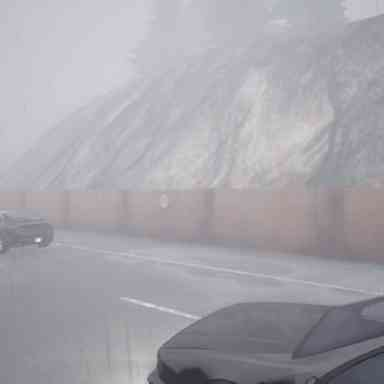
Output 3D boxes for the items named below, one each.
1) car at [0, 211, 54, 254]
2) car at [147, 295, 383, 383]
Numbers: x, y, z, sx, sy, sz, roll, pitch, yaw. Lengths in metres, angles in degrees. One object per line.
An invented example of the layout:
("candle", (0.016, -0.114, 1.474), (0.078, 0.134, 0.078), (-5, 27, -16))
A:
("car", (-7.689, 1.537, 13.776), (4.892, 1.490, 1.837), (0, 0, 36))
("car", (2.181, 1.547, 2.435), (5.357, 1.411, 2.033), (0, 0, 36))
